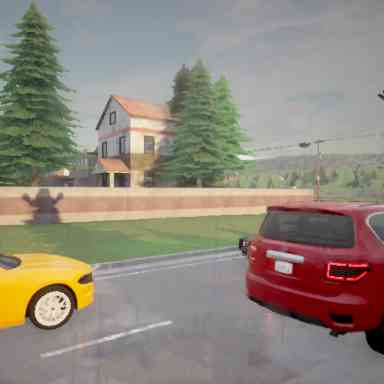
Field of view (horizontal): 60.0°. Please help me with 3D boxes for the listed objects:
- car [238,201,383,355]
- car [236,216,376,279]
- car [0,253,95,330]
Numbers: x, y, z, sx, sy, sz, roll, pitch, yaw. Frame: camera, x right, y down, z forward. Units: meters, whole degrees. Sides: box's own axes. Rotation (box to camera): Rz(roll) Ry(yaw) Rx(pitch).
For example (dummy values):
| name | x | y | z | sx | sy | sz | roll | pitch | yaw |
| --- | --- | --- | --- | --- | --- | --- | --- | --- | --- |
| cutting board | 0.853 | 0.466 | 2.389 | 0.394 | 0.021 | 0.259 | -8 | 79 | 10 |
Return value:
| name | x | y | z | sx | sy | sz | roll | pitch | yaw |
| --- | --- | --- | --- | --- | --- | --- | --- | --- | --- |
| car | 3.477 | 1.213 | 6.249 | 5.566 | 2.045 | 2.150 | 1 | -1 | -35 |
| car | 3.821 | 1.601 | 10.787 | 4.718 | 1.301 | 1.895 | 0 | 0 | -35 |
| car | -4.100 | 1.478 | 5.228 | 5.008 | 1.535 | 1.882 | 0 | 0 | -35 |
